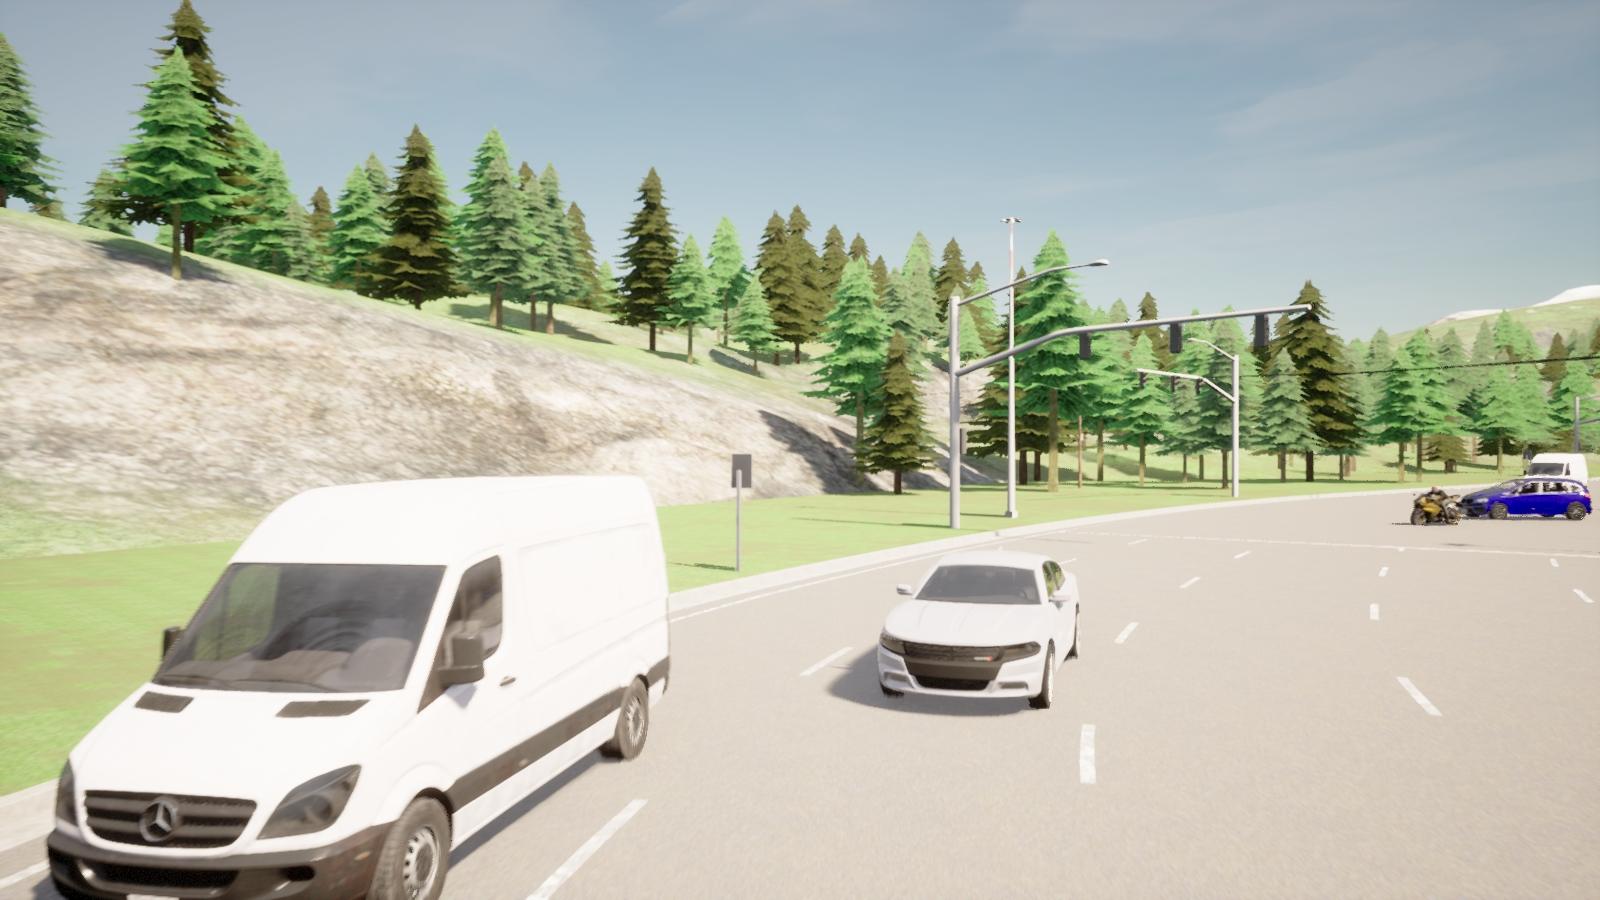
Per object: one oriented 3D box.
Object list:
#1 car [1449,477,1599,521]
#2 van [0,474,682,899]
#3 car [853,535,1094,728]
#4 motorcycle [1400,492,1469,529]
[{"bbox_3d":[28.988,1.946,45.832,4.611,1.667,2.242,0,0,3],"label":"car"},{"bbox_3d":[-2.776,1.528,8.841,1.988,2.561,5.915,-1,0,12],"label":"van"},{"bbox_3d":[2.366,2.026,14.181,2.097,1.535,5.006,0,0,19],"label":"car"},{"bbox_3d":[23.191,2.185,41.765,2.209,1.251,0.867,0,2,-16],"label":"motorcycle"}]
